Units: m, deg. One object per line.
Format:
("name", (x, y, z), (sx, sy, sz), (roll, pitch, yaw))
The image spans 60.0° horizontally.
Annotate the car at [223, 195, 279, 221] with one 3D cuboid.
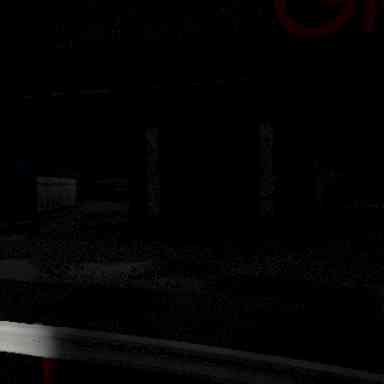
("car", (3.680, 0.922, 20.072), (3.633, 1.501, 1.845), (0, 1, 13))
